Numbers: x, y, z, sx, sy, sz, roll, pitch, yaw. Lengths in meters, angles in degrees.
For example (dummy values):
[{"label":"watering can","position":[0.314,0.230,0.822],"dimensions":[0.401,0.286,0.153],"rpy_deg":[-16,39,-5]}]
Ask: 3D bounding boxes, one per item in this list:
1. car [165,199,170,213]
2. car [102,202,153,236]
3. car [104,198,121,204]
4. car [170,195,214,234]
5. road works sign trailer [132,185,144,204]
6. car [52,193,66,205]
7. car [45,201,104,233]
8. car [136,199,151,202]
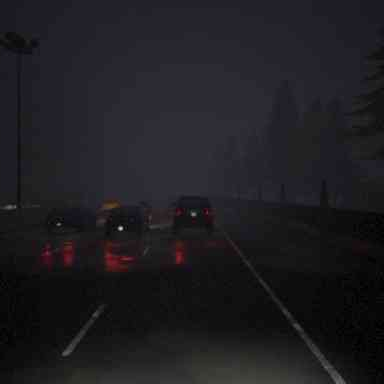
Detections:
[{"label":"car","position":[-1.995,1.460,37.628],"dimensions":[1.882,1.535,5.008],"rpy_deg":[0,0,-10]},{"label":"car","position":[-3.481,1.496,18.358],"dimensions":[1.837,1.490,4.892],"rpy_deg":[0,0,-2]},{"label":"car","position":[-9.105,1.461,37.615],"dimensions":[1.882,1.535,5.008],"rpy_deg":[0,0,-11]},{"label":"car","position":[0.001,1.212,19.366],"dimensions":[2.150,2.045,5.566],"rpy_deg":[0,0,-2]},{"label":"road works sign trailer","position":[-10.565,0.435,64.456],"dimensions":[2.380,3.560,2.880],"rpy_deg":[0,0,-28]},{"label":"car","position":[-23.711,1.195,59.085],"dimensions":[2.150,2.045,5.566],"rpy_deg":[0,0,-24]},{"label":"car","position":[-7.030,1.483,19.782],"dimensions":[2.128,1.511,4.902],"rpy_deg":[0,0,-2]},{"label":"car","position":[-5.271,1.475,36.048],"dimensions":[2.128,1.511,4.902],"rpy_deg":[0,0,-10]}]
